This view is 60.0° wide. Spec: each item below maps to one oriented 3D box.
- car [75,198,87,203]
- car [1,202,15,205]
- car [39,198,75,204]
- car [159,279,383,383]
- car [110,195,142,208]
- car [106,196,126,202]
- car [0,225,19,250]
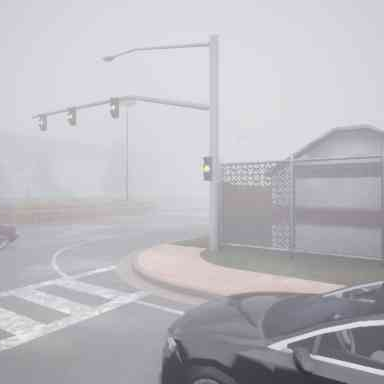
[{"bbox_3d":[-15.129,1.505,40.870,1.837,1.490,4.892,0,0,34],"label":"car"},{"bbox_3d":[-20.372,1.547,33.028,2.033,1.411,5.357,0,0,34],"label":"car"},{"bbox_3d":[-14.946,1.564,34.849,1.994,1.385,4.181,0,0,34],"label":"car"},{"bbox_3d":[1.905,1.491,2.654,4.902,1.511,2.128,0,0,36],"label":"car"},{"bbox_3d":[-9.682,1.352,49.006,2.097,1.767,4.553,0,0,34],"label":"car"},{"bbox_3d":[-9.787,1.547,42.562,2.033,1.411,5.357,0,0,34],"label":"car"},{"bbox_3d":[-8.925,1.601,12.001,1.895,1.301,4.718,0,0,34],"label":"car"}]
